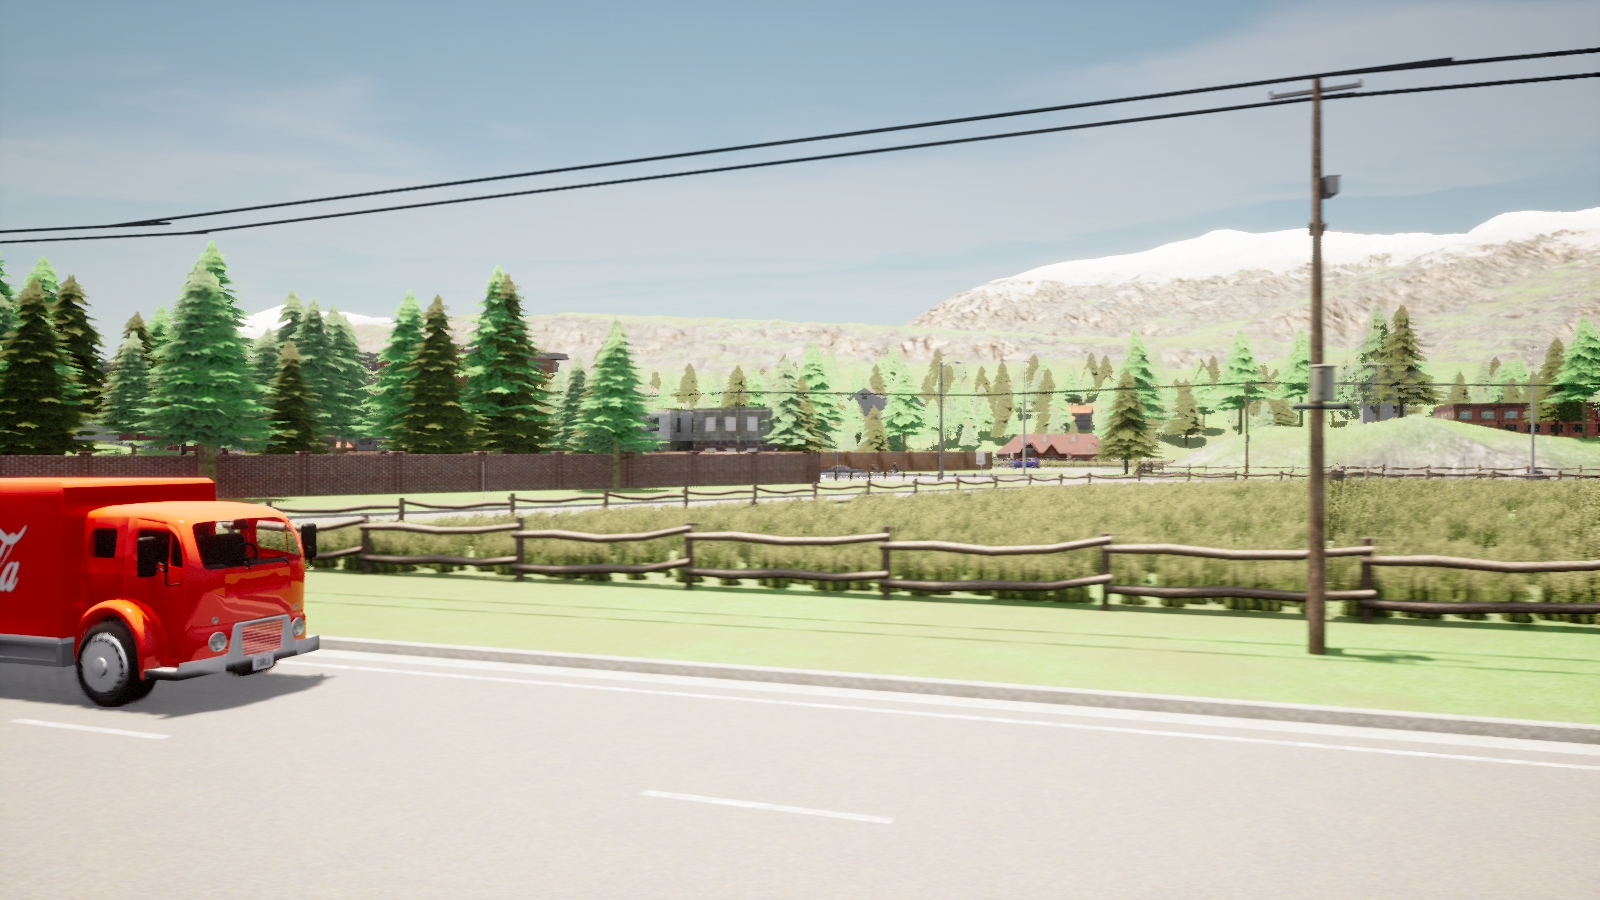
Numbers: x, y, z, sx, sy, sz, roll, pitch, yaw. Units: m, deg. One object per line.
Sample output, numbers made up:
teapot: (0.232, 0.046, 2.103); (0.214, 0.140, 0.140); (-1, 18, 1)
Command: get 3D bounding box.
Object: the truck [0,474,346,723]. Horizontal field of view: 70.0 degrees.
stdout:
truck: (-8.535, 1.568, 13.854); (5.204, 2.467, 2.627); (0, 0, 20)
